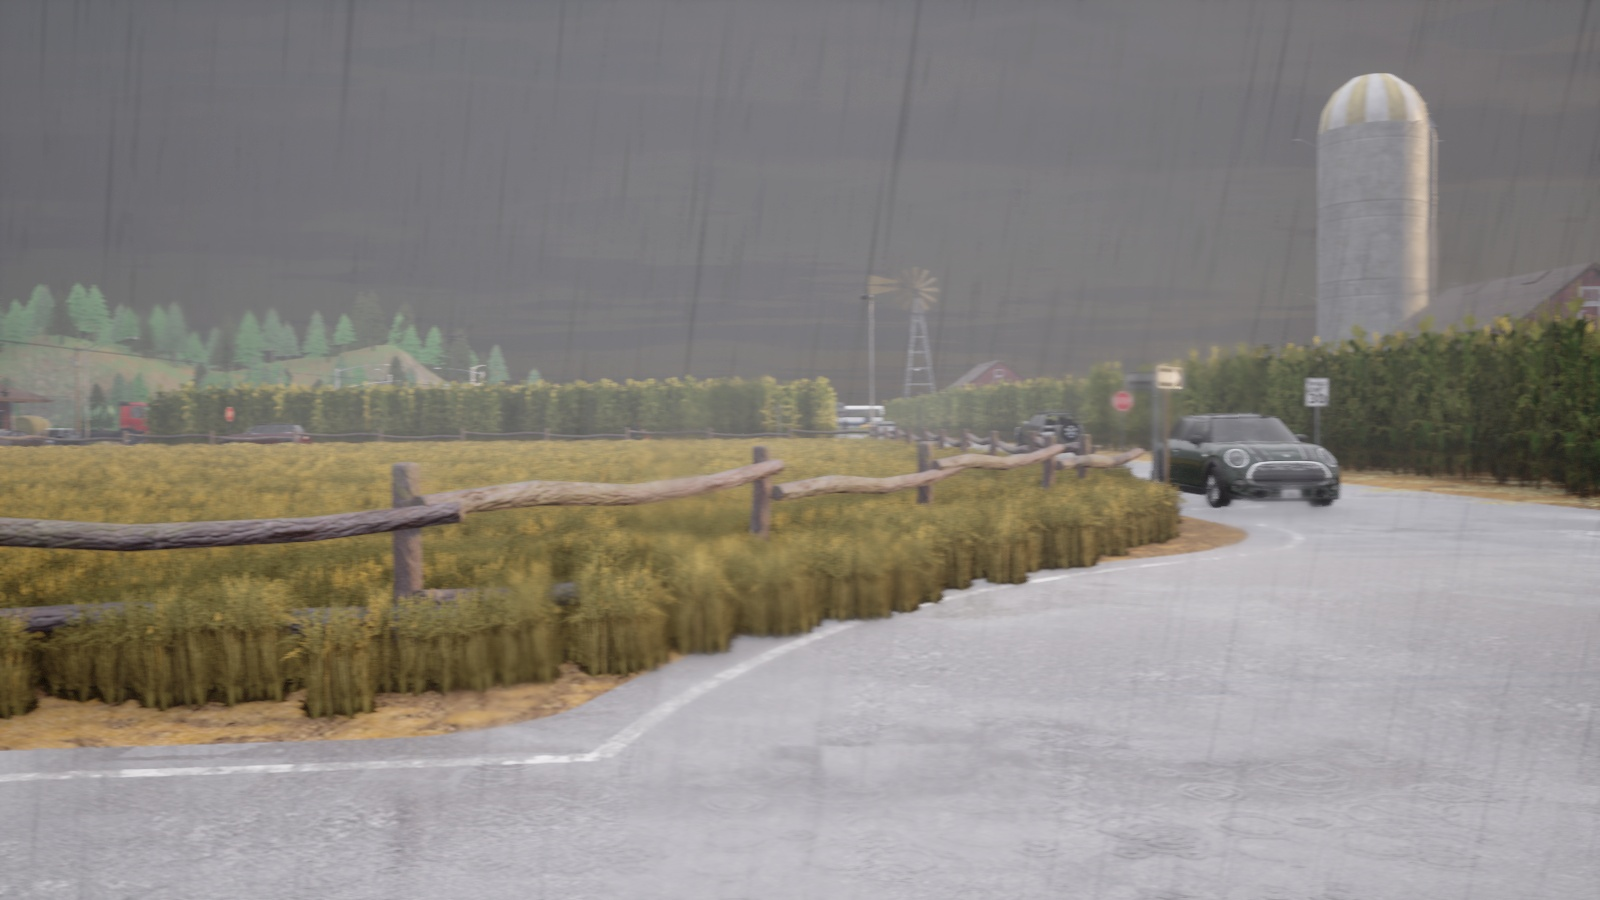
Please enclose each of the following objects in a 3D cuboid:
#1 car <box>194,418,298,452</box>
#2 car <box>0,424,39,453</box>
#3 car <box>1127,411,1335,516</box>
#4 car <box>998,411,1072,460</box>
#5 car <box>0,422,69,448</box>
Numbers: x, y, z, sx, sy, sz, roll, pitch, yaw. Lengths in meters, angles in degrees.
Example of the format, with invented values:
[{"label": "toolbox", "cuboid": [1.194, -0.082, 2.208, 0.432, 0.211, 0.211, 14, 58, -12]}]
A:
[{"label": "car", "cuboid": [-29.114, -0.813, 66.093, 4.553, 1.767, 2.097, 0, 1, -3]}, {"label": "car", "cuboid": [-40.515, -0.563, 62.706, 2.033, 1.411, 5.357, 0, 1, -4]}, {"label": "car", "cuboid": [7.864, 0.168, 23.459, 2.097, 1.767, 4.553, 0, 1, -3]}, {"label": "car", "cuboid": [9.463, -0.634, 50.967, 1.932, 1.855, 4.605, 0, 2, -3]}, {"label": "car", "cuboid": [-44.668, -0.882, 73.233, 1.970, 1.475, 3.806, 0, 1, -4]}]
